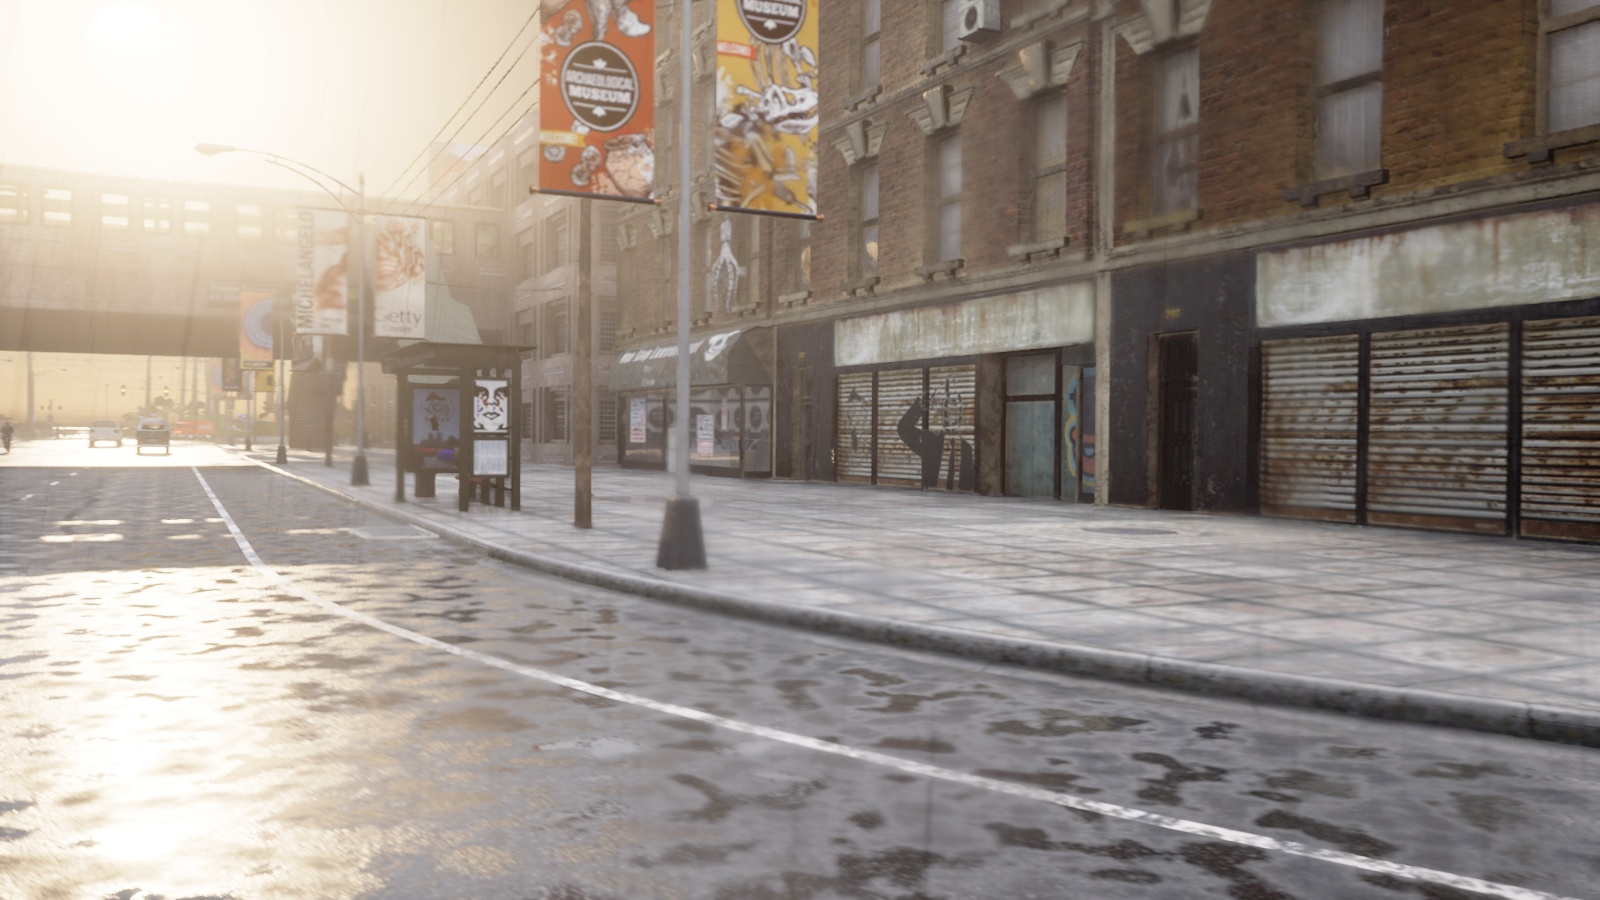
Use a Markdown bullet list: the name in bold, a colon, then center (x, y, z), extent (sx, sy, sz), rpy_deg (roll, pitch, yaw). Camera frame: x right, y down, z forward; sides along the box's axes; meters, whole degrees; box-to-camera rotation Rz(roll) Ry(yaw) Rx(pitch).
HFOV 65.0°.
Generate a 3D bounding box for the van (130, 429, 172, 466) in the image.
- **van**: center (-37.781, -0.159, 73.173), extent (2.069, 2.038, 4.480), rpy_deg (-1, 1, -27)
